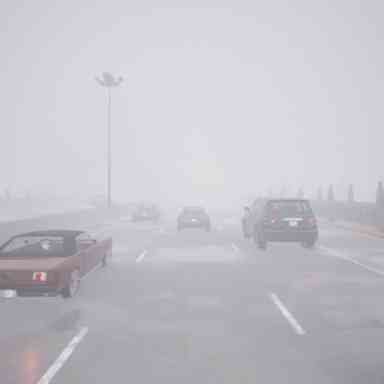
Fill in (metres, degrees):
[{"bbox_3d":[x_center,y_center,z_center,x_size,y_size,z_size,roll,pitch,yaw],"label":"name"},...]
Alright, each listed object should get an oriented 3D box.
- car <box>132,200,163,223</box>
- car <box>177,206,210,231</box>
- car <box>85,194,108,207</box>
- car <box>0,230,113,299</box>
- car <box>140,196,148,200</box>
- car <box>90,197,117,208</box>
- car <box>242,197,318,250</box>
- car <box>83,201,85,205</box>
[{"bbox_3d":[-3.403,1.570,25.969,1.994,1.385,4.181,0,0,0],"label":"car"},{"bbox_3d":[0.098,1.567,20.787,1.994,1.385,4.181,0,0,0],"label":"car"},{"bbox_3d":[-14.066,1.272,51.066,2.150,2.045,5.566,0,0,0],"label":"car"},{"bbox_3d":[-3.401,1.601,8.418,1.895,1.301,4.718,0,0,0],"label":"car"},{"bbox_3d":[-11.980,1.632,82.886,1.994,1.385,4.181,0,0,-10],"label":"car"},{"bbox_3d":[-10.592,1.627,40.870,1.895,1.301,4.718,0,0,0],"label":"car"},{"bbox_3d":[3.598,1.222,14.523,2.150,2.045,5.566,0,0,0],"label":"car"},{"bbox_3d":[-17.538,1.637,58.379,1.994,1.385,4.181,0,0,1],"label":"car"}]
